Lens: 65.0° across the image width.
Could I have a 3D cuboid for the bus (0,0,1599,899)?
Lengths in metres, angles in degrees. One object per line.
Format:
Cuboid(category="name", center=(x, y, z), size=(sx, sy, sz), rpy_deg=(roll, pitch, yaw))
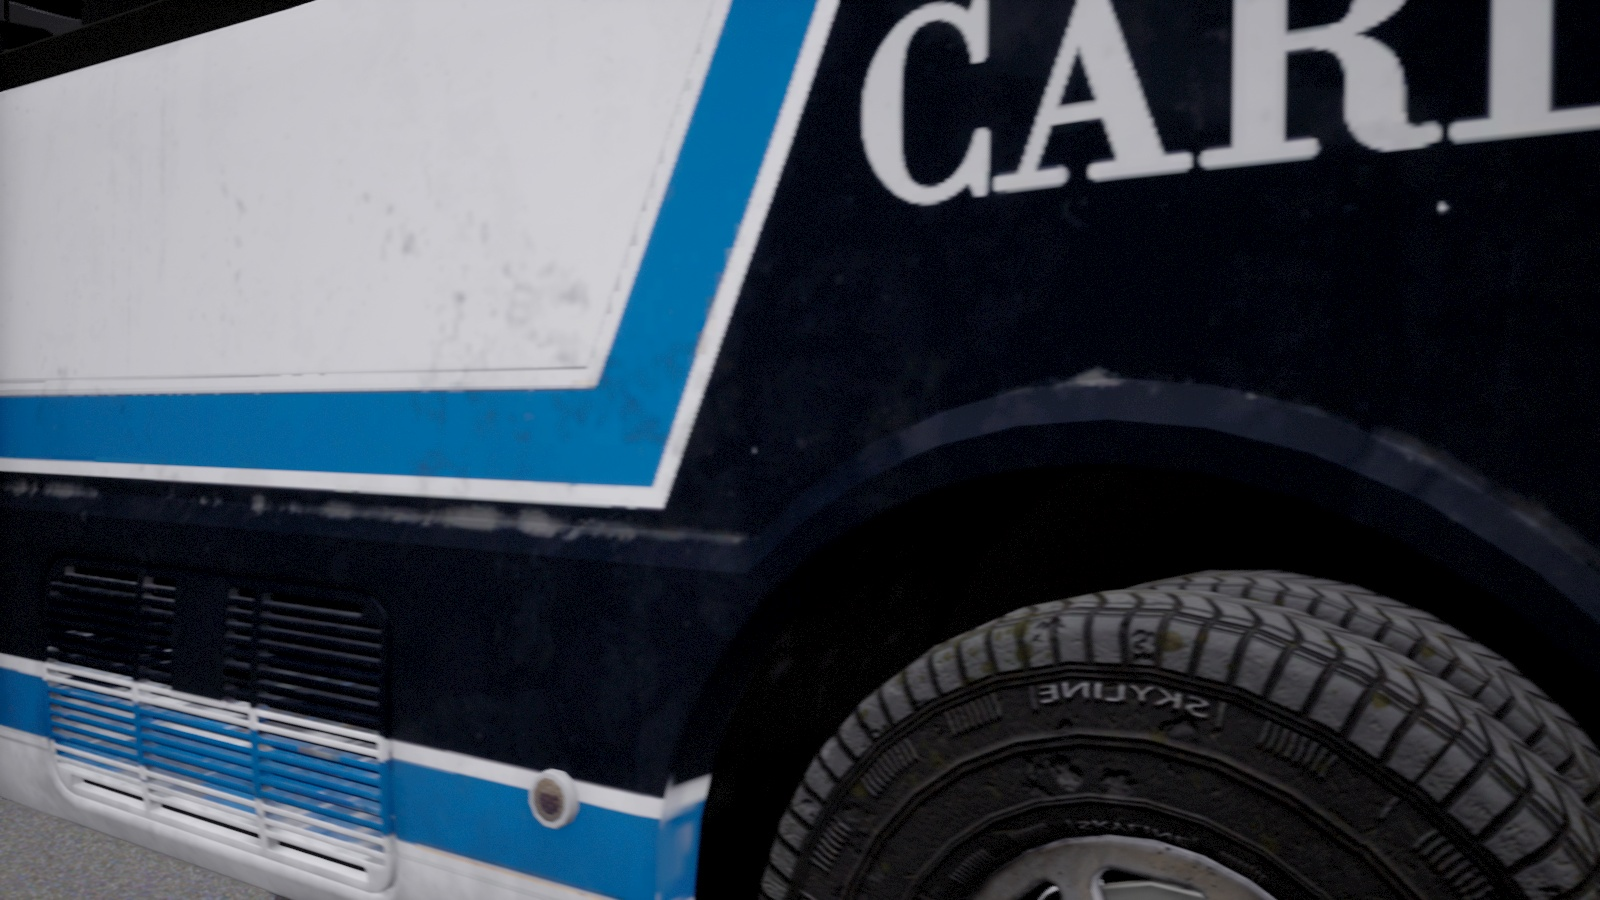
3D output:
Cuboid(category="bus", center=(-0.942, -0.700, 4.261), size=(10.273, 4.253, 3.944), rpy_deg=(0, 1, 33))
